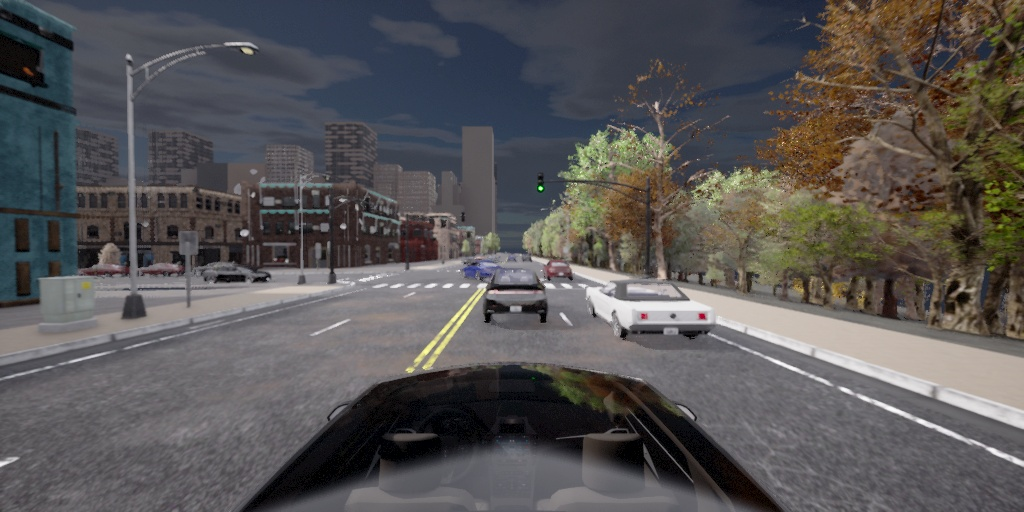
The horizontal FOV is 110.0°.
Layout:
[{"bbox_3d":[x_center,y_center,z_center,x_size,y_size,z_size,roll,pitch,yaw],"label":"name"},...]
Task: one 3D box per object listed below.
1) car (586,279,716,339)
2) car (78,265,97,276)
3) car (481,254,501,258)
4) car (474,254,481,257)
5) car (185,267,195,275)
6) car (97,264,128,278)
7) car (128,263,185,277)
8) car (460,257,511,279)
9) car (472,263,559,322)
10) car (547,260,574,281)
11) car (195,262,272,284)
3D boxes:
[{"bbox_3d":[3.350,1.274,9.757,1.895,1.301,4.718,0,1,0],"label":"car"},{"bbox_3d":[-33.822,1.364,26.285,4.097,1.591,1.967,0,0,0],"label":"car"},{"bbox_3d":[-3.308,0.705,57.207,2.128,1.511,4.902,0,1,0],"label":"car"},{"bbox_3d":[-6.556,0.779,57.092,1.994,1.385,4.181,0,0,0],"label":"car"},{"bbox_3d":[-28.277,1.249,34.657,4.403,1.370,2.007,0,0,0],"label":"car"},{"bbox_3d":[-39.347,1.405,34.673,4.207,1.307,1.802,0,0,0],"label":"car"},{"bbox_3d":[-33.813,1.343,34.664,4.207,1.307,1.802,0,0,0],"label":"car"},{"bbox_3d":[-2.213,1.040,26.285,1.812,1.442,4.674,0,0,-30],"label":"car"},{"bbox_3d":[0.102,1.146,11.776,2.128,1.511,4.902,0,1,0],"label":"car"},{"bbox_3d":[3.355,1.036,26.741,1.812,1.442,4.674,0,1,0],"label":"car"},{"bbox_3d":[-19.945,1.333,26.144,4.313,1.339,1.948,0,0,0],"label":"car"}]
